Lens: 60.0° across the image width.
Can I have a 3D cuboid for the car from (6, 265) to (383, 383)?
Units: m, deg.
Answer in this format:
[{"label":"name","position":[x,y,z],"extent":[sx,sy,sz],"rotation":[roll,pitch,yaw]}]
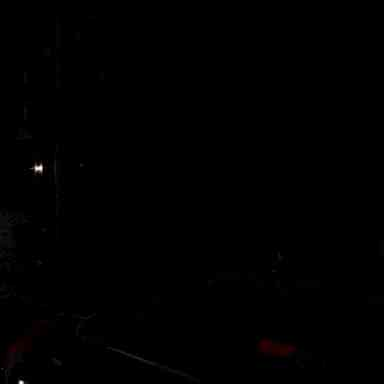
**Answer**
[{"label":"car","position":[0.067,1.439,3.026],"extent":[4.097,1.590,1.967],"rotation":[0,0,36]}]
